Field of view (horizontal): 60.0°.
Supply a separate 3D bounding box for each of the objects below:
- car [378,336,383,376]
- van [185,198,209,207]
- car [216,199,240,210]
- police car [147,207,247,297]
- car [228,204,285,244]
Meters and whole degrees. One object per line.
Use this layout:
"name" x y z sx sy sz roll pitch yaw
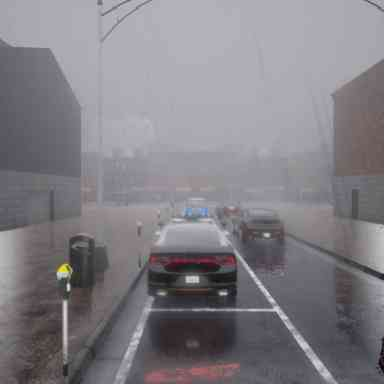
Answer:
"car" 3.114 1.563 2.094 1.994 1.385 4.181 0 0 0
"van" 0.374 1.345 25.499 1.690 1.788 3.998 -1 0 0
"car" 3.107 1.357 28.107 2.097 1.767 4.553 0 0 0
"police car" 0.012 1.424 8.761 1.930 1.638 5.238 0 0 0
"car" 3.020 1.503 15.844 1.837 1.490 4.892 0 -1 0
